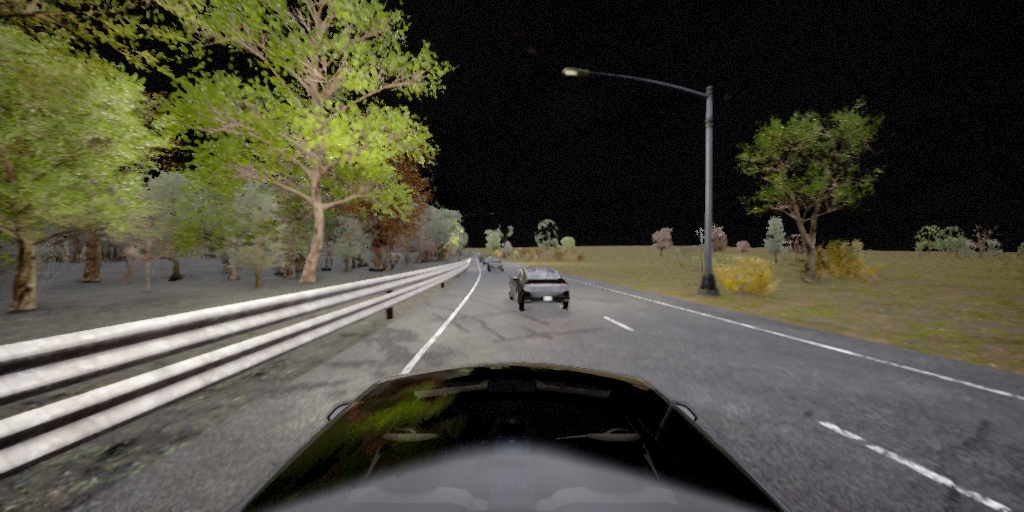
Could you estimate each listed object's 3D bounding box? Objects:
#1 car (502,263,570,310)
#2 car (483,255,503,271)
[{"bbox_3d":[0.942,1.182,14.238,2.128,1.511,4.902,0,0,-6],"label":"car"},{"bbox_3d":[-2.126,1.026,44.085,2.128,1.511,4.902,0,0,-6],"label":"car"}]
